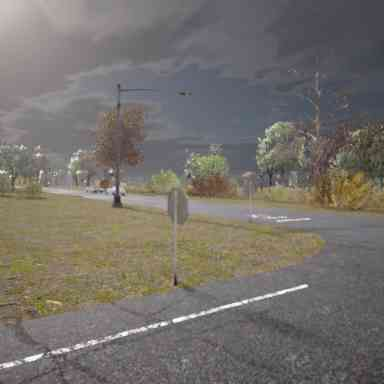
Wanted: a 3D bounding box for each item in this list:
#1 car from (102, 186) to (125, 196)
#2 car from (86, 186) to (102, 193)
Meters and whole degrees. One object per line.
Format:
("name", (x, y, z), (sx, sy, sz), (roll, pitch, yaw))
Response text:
("car", (-12.008, -0.221, 52.036), (1.812, 1.442, 4.674), (0, 2, -36))
("car", (-17.598, -0.456, 59.870), (1.895, 1.301, 4.718), (0, 2, -36))
